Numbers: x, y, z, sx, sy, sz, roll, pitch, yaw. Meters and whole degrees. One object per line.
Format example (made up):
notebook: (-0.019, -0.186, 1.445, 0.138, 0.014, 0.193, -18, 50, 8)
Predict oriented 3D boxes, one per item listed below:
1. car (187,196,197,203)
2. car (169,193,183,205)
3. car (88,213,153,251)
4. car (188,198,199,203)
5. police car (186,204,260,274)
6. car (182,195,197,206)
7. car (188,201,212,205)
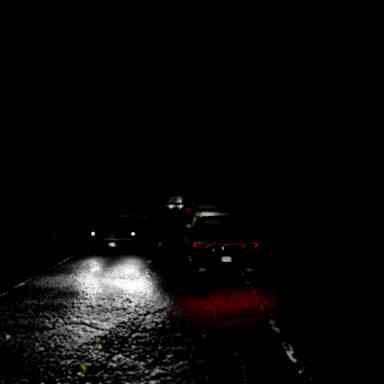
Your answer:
car: (0.054, 1.543, 67.024, 1.895, 1.301, 4.718, 0, 0, 0)
car: (-2.769, 1.162, 57.765, 2.150, 2.045, 5.566, 0, 0, 0)
car: (-2.839, 1.575, 14.111, 1.895, 1.301, 4.718, 0, 0, 0)
car: (0.846, 1.462, 26.469, 1.837, 1.490, 4.892, 0, 0, 0)
police car: (0.834, 1.406, 10.578, 1.930, 1.638, 5.238, 0, 0, 0)
car: (0.075, 1.431, 47.845, 2.128, 1.511, 4.902, 0, 0, 1)
car: (0.842, 1.491, 20.469, 1.812, 1.442, 4.674, 0, 0, 0)
